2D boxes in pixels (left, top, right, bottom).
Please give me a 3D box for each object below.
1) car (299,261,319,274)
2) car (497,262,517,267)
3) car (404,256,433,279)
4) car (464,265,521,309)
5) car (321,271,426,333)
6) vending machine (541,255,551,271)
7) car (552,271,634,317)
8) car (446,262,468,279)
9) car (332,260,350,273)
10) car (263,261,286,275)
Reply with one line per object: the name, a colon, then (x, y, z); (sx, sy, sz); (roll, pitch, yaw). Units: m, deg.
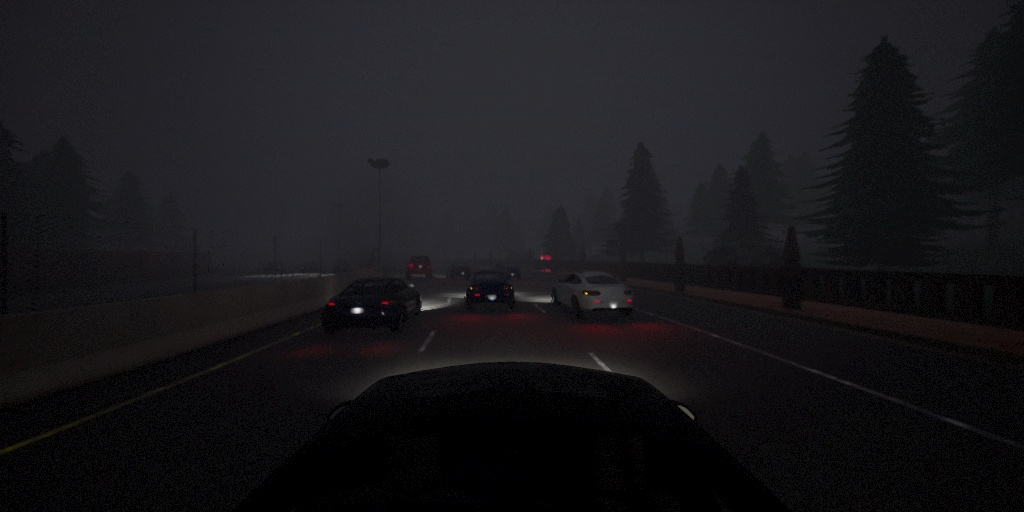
car: (-24.954, 1.357, 44.167); (1.812, 1.442, 4.674); (0, 0, -28)
car: (-0.546, 1.250, 30.190); (1.812, 1.442, 4.674); (0, 0, -15)
car: (-8.502, 0.983, 32.635); (2.150, 2.045, 5.566); (0, 0, -18)
car: (-0.969, 1.268, 14.841); (1.812, 1.442, 4.674); (0, 0, -7)
car: (-4.028, 1.325, 10.901); (1.994, 1.385, 4.181); (0, 0, -5)
vending machine: (3.957, 0.886, 42.193); (1.100, 2.100, 0.880); (0, 0, -21)
car: (2.767, 1.251, 12.971); (1.812, 1.442, 4.674); (0, 0, -6)
car: (-4.778, 1.269, 32.247); (1.812, 1.442, 4.674); (0, 0, -17)
car: (-21.504, 1.307, 45.152); (2.128, 1.511, 4.902); (0, 0, -27)
car: (-27.786, 1.325, 42.049); (1.882, 1.535, 5.008); (0, 0, -28)
